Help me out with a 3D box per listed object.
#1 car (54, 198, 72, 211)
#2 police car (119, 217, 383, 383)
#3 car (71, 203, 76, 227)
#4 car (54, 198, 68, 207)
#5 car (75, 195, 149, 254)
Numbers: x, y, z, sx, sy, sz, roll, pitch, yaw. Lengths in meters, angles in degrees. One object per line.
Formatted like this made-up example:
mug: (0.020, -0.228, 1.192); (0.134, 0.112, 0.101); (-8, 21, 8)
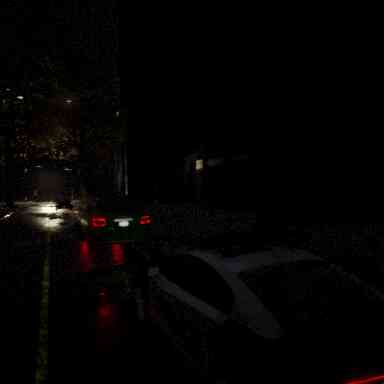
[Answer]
car: (-15.273, 1.493, 39.567); (1.812, 1.442, 4.674); (-1, 0, -22)
police car: (0.542, 1.362, 4.533); (1.930, 1.638, 5.238); (-1, 1, -23)
car: (-5.739, 1.393, 19.336); (1.801, 1.575, 5.366); (-1, 1, -23)
car: (-20.320, 1.580, 51.411); (1.895, 1.301, 4.718); (-1, 1, -23)
car: (-3.338, 1.161, 13.664); (2.150, 2.045, 5.566); (-1, 1, -23)
